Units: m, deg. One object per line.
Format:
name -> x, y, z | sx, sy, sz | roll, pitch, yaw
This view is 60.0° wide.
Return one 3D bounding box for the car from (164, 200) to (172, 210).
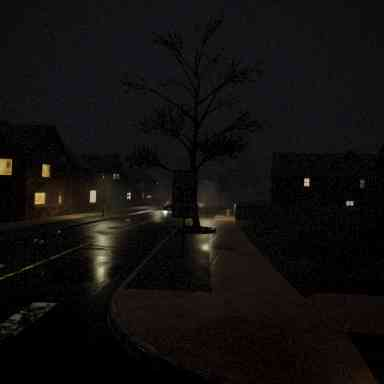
car -> -2.678, 1.920, 47.832 | 2.033, 1.411, 5.357 | 2, 0, 8
